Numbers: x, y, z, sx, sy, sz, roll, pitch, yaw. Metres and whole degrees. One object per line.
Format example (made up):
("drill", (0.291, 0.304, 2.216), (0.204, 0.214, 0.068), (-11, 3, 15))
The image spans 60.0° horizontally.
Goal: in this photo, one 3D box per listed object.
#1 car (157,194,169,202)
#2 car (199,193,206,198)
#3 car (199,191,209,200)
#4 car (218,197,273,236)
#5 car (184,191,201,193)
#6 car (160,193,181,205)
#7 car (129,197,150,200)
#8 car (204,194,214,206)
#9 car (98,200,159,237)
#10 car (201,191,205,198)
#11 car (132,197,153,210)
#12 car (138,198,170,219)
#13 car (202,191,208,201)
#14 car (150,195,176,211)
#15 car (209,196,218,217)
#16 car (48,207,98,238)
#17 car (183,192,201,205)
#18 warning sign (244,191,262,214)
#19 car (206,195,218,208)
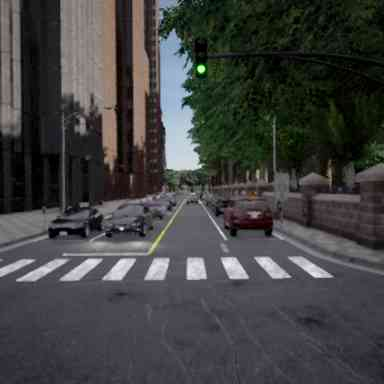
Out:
("car", (-5.764, 1.116, 66.184), (1.887, 1.381, 4.507), (-1, 0, 0))
("car", (2.762, 0.877, 88.183), (1.752, 1.417, 4.829), (-1, 0, 0))
("car", (2.759, 0.736, 77.098), (2.192, 1.841, 5.009), (-1, 0, 0))
("car", (2.755, 1.138, 17.078), (2.192, 1.841, 5.009), (-1, 0, 0))
("car", (0.094, 1.040, 61.143), (2.128, 1.511, 4.902), (-1, 0, 0))
("car", (-3.058, 1.229, 45.946), (2.033, 1.411, 5.357), (-1, 0, 0))
("car", (-5.766, 1.343, 33.442), (2.008, 1.369, 4.403), (-1, 0, 0))
("car", (2.759, 1.225, 38.905), (2.008, 1.369, 4.403), (-1, 0, 0))
("car", (-3.112, 1.382, 17.346), (1.837, 1.490, 4.892), (-1, 0, 1))
("car", (2.759, 1.040, 49.817), (1.967, 1.590, 4.097), (-1, 0, 0))
("car", (-5.765, 1.337, 38.899), (1.802, 1.307, 4.206), (-1, 0, 0))
("car", (-3.103, 1.414, 26.602), (1.895, 1.301, 4.718), (-1, 0, 0))
("car", (2.758, 1.077, 44.361), (1.967, 1.590, 4.097), (-1, 0, 0))
("car", (-3.096, 1.315, 35.803), (1.994, 1.385, 4.181), (-1, 0, 0))
("car", (2.758, 1.314, 27.992), (1.947, 1.339, 4.313), (-1, 0, 0))
("car", (-5.767, 1.470, 17.072), (1.947, 1.339, 4.313), (-1, 0, 0))
("car", (0.095, 1.168, 50.534), (2.033, 1.411, 5.357), (-1, 0, 1))
("warning sign", (5.059, 0.843, 27.732), (1.300, 1.860, 1.060), (-1, 0, 0))
("car", (2.759, 1.262, 33.448), (2.008, 1.369, 4.403), (-1, 0, 0))
